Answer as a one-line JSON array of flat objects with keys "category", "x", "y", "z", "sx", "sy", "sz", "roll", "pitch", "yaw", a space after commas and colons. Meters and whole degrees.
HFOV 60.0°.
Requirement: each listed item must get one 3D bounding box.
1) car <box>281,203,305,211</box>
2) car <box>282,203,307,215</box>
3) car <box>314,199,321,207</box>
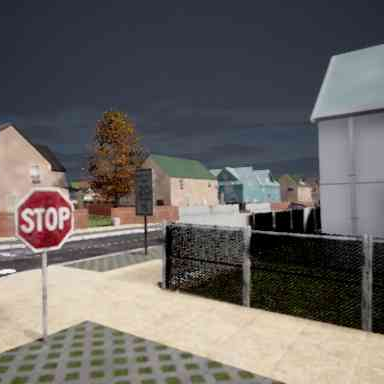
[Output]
[{"category": "car", "x": 11.269, "y": 2.171, "z": 36.480, "sx": 1.895, "sy": 1.301, "sz": 4.718, "roll": -2, "pitch": -2, "yaw": 34}, {"category": "car", "x": 14.073, "y": 2.250, "z": 45.631, "sx": 1.882, "sy": 1.535, "sz": 5.008, "roll": -2, "pitch": -2, "yaw": 34}, {"category": "car", "x": 19.487, "y": 1.973, "z": 48.781, "sx": 2.150, "sy": 2.045, "sz": 5.566, "roll": -2, "pitch": -2, "yaw": 34}]
